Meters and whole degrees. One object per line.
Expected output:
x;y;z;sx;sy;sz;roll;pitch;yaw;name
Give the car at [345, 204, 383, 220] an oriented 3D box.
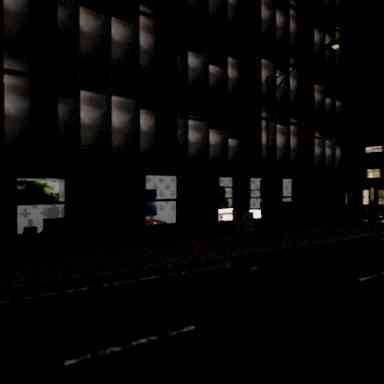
15.964;1.922;33.006;2.033;1.411;5.357;0;-1;-37;car
